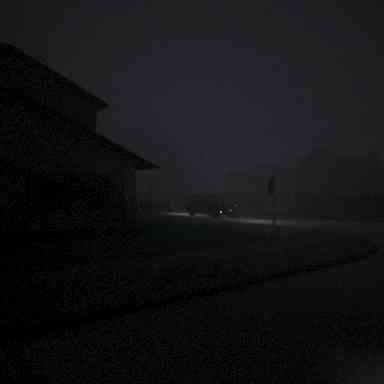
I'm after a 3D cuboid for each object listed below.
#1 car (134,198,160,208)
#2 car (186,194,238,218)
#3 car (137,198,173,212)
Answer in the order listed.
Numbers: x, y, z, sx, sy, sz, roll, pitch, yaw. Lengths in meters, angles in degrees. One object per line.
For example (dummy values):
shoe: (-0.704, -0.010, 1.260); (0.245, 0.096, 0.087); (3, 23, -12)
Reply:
car: (-6.691, 1.599, 49.065); (1.895, 1.301, 4.718); (0, 0, -35)
car: (1.692, 1.221, 30.214); (2.150, 2.045, 5.566); (0, 0, -35)
car: (-4.107, 1.599, 38.403); (1.895, 1.301, 4.718); (0, 0, -35)
